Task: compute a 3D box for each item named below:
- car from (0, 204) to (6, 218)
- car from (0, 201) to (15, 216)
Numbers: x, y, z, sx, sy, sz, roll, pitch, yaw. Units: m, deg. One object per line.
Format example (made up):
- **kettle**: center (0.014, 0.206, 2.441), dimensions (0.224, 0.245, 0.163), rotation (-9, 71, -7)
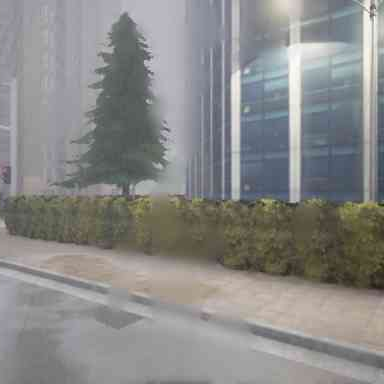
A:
- **car**: center (-17.735, 1.564, 27.756), dimensions (1.994, 1.385, 4.181), rotation (0, 0, 36)
- **car**: center (-19.506, 1.601, 31.276), dimensions (1.895, 1.301, 4.718), rotation (0, 0, 36)
